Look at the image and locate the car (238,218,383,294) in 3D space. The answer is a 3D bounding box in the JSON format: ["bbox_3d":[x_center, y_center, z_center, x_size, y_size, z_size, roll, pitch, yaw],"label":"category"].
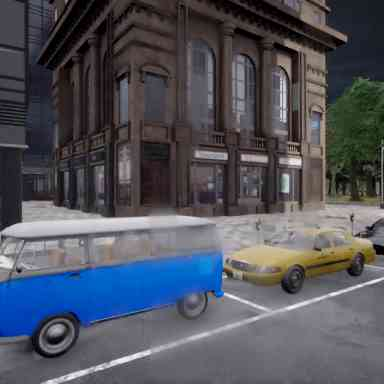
[{"bbox_3d":[2.975,1.525,8.765,4.829,1.417,1.752,0,0,-35],"label":"car"}]

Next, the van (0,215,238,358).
[{"bbox_3d":[-1.317,1.341,5.710,3.998,1.788,1.690,0,0,-35],"label":"van"}]
